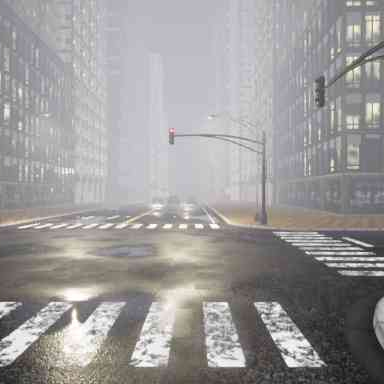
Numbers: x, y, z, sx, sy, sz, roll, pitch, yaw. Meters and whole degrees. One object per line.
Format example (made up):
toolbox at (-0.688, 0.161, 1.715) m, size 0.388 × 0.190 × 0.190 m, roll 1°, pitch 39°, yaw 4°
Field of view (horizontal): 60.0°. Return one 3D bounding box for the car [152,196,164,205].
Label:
car at (-6.510, 1.617, 64.296) m, size 2.128 × 1.511 × 4.902 m, roll 0°, pitch 0°, yaw 0°

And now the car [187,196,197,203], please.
car at (-0.011, 1.550, 70.547) m, size 1.994 × 1.385 × 4.181 m, roll 0°, pitch 0°, yaw 0°

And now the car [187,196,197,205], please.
car at (-0.009, 1.712, 60.574) m, size 1.895 × 1.301 × 4.718 m, roll 0°, pitch 0°, yaw 0°

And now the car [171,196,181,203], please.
car at (-3.261, 1.575, 70.160) m, size 1.895 × 1.301 × 4.718 m, roll 0°, pitch 0°, yaw 0°

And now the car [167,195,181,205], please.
car at (-3.260, 1.461, 60.099) m, size 2.097 × 1.767 × 4.553 m, roll 0°, pitch 0°, yaw 0°
